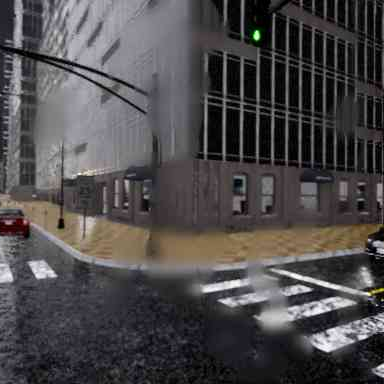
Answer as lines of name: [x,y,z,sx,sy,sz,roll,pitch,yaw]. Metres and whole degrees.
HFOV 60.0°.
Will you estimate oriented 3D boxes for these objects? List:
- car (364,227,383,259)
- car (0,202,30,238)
car: [8.316,1.692,12.096,4.902,1.511,2.128,1,-1,-31]
car: [-9.666,1.495,17.357,1.967,1.590,4.097,1,-1,-32]
